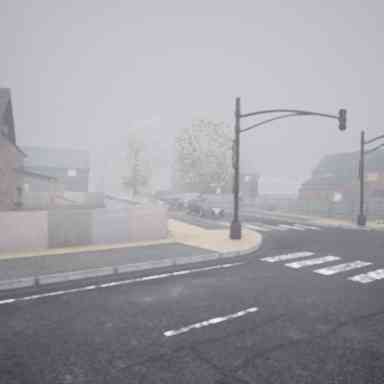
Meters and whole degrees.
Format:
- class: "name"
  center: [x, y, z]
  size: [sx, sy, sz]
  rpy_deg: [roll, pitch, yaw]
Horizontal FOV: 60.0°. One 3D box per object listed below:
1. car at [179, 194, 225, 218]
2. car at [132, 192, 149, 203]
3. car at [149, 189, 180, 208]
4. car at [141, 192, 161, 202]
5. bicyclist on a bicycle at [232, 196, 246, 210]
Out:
- class: "car"
  center: [0.977, 1.182, 26.719]
  size: [2.128, 1.511, 4.902]
  rpy_deg: [1, 0, -21]
- class: "car"
  center: [-6.405, 0.914, 46.059]
  size: [2.033, 1.411, 5.357]
  rpy_deg: [1, 0, -20]
- class: "car"
  center: [-2.596, 0.756, 36.077]
  size: [2.150, 2.045, 5.566]
  rpy_deg: [1, 0, -21]
- class: "car"
  center: [-6.838, 0.840, 55.406]
  size: [2.033, 1.411, 5.357]
  rpy_deg: [1, 0, -21]
- class: "bicyclist on a bicycle"
  center: [4.719, 1.051, 33.361]
  size: [1.656, 1.620, 0.582]
  rpy_deg: [1, 0, -21]
